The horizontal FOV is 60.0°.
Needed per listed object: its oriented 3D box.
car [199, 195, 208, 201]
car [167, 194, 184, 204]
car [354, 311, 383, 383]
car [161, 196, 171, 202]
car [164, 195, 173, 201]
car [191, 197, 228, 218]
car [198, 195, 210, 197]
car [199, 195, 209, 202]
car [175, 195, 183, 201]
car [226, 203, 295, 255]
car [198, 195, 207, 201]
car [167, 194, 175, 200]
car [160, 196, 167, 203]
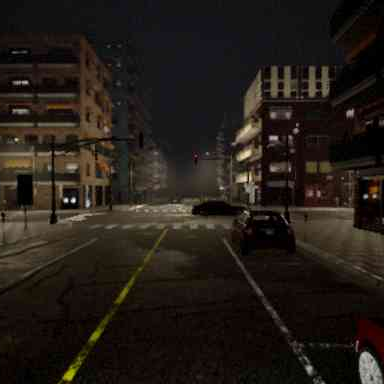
[{"bbox_3d":[2.664,1.516,79.676,1.947,1.339,4.313,-1,0,0],"label":"car"},{"bbox_3d":[-3.030,1.451,62.451,2.128,1.511,4.902,0,0,1],"label":"car"},{"bbox_3d":[2.679,1.543,2.009,1.887,1.381,4.507,-1,0,0],"label":"car"},{"bbox_3d":[-5.681,1.517,74.041,1.947,1.339,4.313,-1,0,0],"label":"car"},{"bbox_3d":[-5.683,1.474,79.542,1.752,1.417,4.829,-1,0,0],"label":"car"},{"bbox_3d":[2.402,1.460,28.972,5.008,1.535,1.882,-1,1,0],"label":"car"},{"bbox_3d":[2.666,1.398,62.663,1.967,1.590,4.097,-1,0,0],"label":"car"},{"bbox_3d":[2.664,1.392,74.005,1.967,1.590,4.097,-1,0,0],"label":"car"},{"bbox_3d":[-3.015,1.341,77.939,1.812,1.442,4.674,0,0,0],"label":"car"},{"bbox_3d":[2.675,1.429,13.378,1.967,1.590,4.097,-1,0,0],"label":"car"},{"bbox_3d":[2.663,1.498,85.347,2.008,1.369,4.403,-1,0,0],"label":"car"},{"bbox_3d":[-5.687,1.384,91.053,1.967,1.590,4.097,-1,0,0],"label":"car"},{"bbox_3d":[-5.681,1.479,68.200,1.752,1.417,4.829,-1,0,0],"label":"car"}]
